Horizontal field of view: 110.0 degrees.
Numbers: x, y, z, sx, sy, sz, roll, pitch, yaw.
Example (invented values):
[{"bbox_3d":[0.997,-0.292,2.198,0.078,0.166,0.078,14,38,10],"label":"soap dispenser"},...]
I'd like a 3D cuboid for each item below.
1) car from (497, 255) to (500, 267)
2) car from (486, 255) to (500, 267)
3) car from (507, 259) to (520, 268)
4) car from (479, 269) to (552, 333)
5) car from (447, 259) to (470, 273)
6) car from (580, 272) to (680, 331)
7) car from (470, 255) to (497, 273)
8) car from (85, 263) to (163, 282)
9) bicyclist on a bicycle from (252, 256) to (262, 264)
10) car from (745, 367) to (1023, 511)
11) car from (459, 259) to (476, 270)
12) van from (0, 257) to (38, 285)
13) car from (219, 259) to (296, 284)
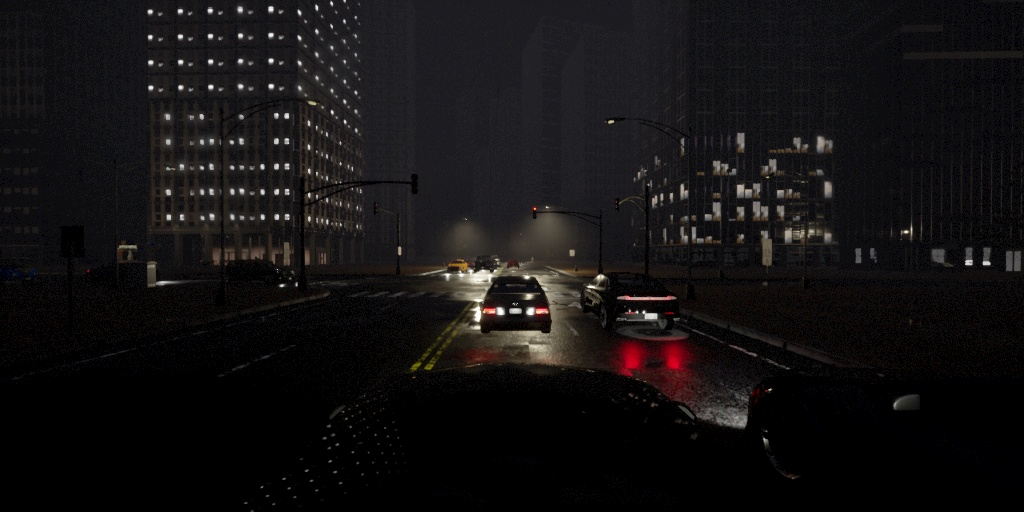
[{"bbox_3d":[-3.262,1.048,52.810,2.097,1.767,4.553,0,0,0],"label":"car"},{"bbox_3d":[-3.236,0.896,63.038,2.150,2.045,5.566,0,0,0],"label":"car"},{"bbox_3d":[0.202,1.207,59.570,1.812,1.442,4.674,0,0,0],"label":"car"},{"bbox_3d":[0.113,1.294,10.645,2.033,1.411,5.357,0,0,1],"label":"car"},{"bbox_3d":[-6.529,1.193,43.182,1.882,1.535,5.008,0,0,0],"label":"car"},{"bbox_3d":[3.361,1.238,11.056,2.128,1.511,4.902,0,0,0],"label":"car"},{"bbox_3d":[-3.280,0.937,42.856,2.150,2.045,5.566,0,0,0],"label":"car"},{"bbox_3d":[-28.115,1.188,26.049,4.181,1.385,1.994,0,0,2],"label":"car"},{"bbox_3d":[-24.650,0.867,34.688,0.582,1.620,1.656,0,1,2],"label":"bicyclist on a bicycle"},{"bbox_3d":[3.353,1.314,1.900,1.994,1.385,4.181,0,0,0],"label":"car"},{"bbox_3d":[-6.511,1.223,52.593,1.812,1.442,4.674,0,0,0],"label":"car"},{"bbox_3d":[-33.899,0.959,23.614,3.998,1.789,1.690,0,0,2],"label":"van"},{"bbox_3d":[-18.173,1.023,25.800,4.553,1.767,2.097,0,0,1],"label":"car"}]
